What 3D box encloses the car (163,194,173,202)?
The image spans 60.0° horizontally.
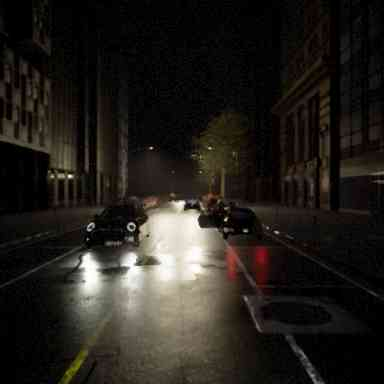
[{"bbox_3d":[-5.732,1.356,80.283,2.192,1.841,5.009,0,0,0],"label":"car"}]

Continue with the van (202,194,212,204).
[{"bbox_3d":[2.808,1.347,63.362,1.690,1.788,3.998,0,0,0],"label":"van"}]

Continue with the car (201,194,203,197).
[{"bbox_3d":[2.822,1.301,46.443,2.192,1.841,5.009,0,0,0],"label":"car"}]

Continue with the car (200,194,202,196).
[{"bbox_3d":[2.813,1.439,57.722,1.967,1.590,4.097,0,0,0],"label":"car"}]

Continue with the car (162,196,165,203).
[{"bbox_3d":[-5.708,1.537,52.089,1.887,1.381,4.507,0,0,0],"label":"car"}]

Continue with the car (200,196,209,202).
[{"bbox_3d":[2.798,1.606,74.641,1.802,1.307,4.206,0,0,0],"label":"car"}]

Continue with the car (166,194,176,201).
[{"bbox_3d":[-5.741,1.393,91.561,2.192,1.841,5.009,0,0,0],"label":"car"}]

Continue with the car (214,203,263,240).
[{"bbox_3d":[2.338,1.505,16.827,1.812,1.442,4.674,0,0,0],"label":"car"}]

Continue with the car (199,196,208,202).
[{"bbox_3d":[2.793,1.607,80.279,1.947,1.339,4.313,0,0,0],"label":"car"}]

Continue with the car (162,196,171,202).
[{"bbox_3d":[-5.727,1.550,74.474,1.752,1.417,4.829,0,0,0],"label":"car"}]

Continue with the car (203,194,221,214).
[{"bbox_3d":[2.826,1.295,40.804,2.192,1.841,5.009,0,0,0],"label":"car"}]

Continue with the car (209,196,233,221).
[{"bbox_3d":[2.836,1.414,29.524,1.967,1.590,4.097,0,0,0],"label":"car"}]

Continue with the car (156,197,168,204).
[{"bbox_3d":[-5.717,1.588,63.367,1.802,1.307,4.206,0,0,0],"label":"car"}]

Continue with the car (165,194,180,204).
[{"bbox_3d":[-3.043,1.136,55.280,2.128,1.511,4.902,0,0,0],"label":"car"}]

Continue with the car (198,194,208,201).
[{"bbox_3d":[2.789,1.374,85.920,2.192,1.841,5.009,0,0,0],"label":"car"}]

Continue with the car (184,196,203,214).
[{"bbox_3d":[0.018,1.542,40.200,1.994,1.385,4.181,0,0,1],"label":"car"}]

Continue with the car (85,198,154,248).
[{"bbox_3d":[-3.113,1.334,14.675,2.097,1.767,4.553,0,0,0],"label":"car"}]

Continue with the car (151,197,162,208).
[{"bbox_3d":[-5.704,1.426,46.450,1.967,1.590,4.097,0,0,0],"label":"car"}]
